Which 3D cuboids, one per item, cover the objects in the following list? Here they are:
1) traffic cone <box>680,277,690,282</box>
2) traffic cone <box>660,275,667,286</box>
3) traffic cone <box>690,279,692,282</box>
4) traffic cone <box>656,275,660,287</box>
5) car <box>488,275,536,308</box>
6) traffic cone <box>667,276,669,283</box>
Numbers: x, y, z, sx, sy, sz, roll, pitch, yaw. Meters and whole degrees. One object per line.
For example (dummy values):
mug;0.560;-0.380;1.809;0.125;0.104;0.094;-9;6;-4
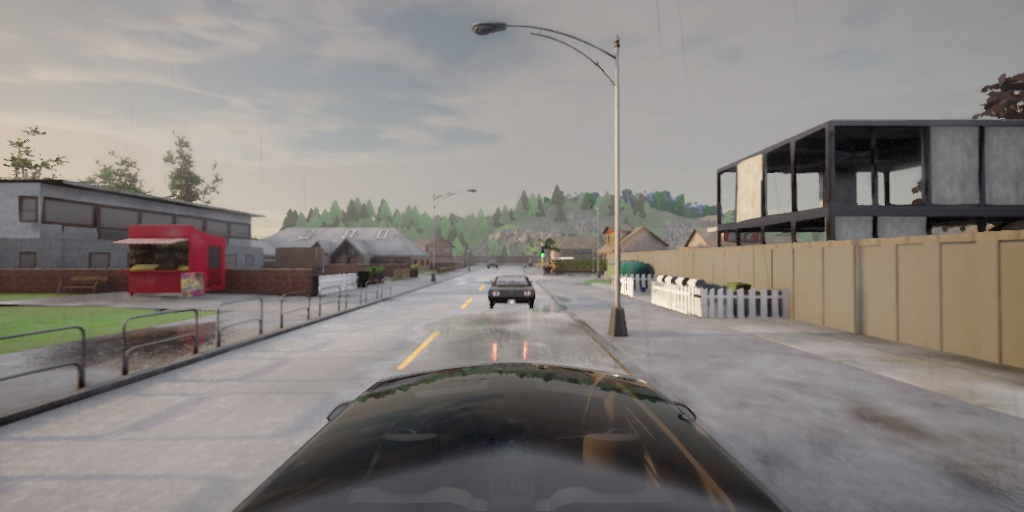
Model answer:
traffic cone;15.772;1.863;32.680;0.344;0.586;0.344;0;0;0
traffic cone;11.369;1.800;27.223;0.344;0.586;0.344;0;0;0
traffic cone;16.291;1.899;33.400;0.344;0.586;0.344;0;0;0
traffic cone;10.371;1.815;26.182;0.344;0.586;0.344;0;0;0
car;-0.010;1.486;15.959;1.895;1.301;4.718;0;-1;0
traffic cone;11.729;1.809;27.793;0.344;0.586;0.344;0;0;0
